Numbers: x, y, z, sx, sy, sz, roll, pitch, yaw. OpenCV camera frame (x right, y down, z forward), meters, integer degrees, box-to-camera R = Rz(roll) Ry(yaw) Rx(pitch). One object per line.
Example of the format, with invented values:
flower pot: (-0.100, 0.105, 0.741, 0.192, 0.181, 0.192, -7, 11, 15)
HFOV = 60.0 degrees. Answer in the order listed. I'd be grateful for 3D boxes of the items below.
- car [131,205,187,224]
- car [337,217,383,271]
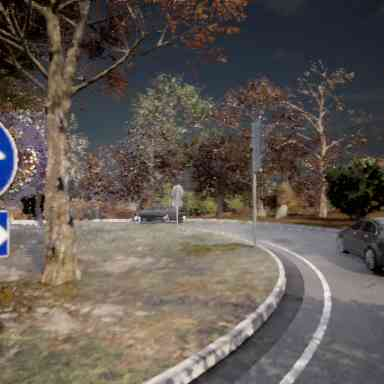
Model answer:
car: (-2.752, 1.825, 27.338, 4.892, 1.490, 1.837, -3, -3, 29)
car: (6.391, 1.610, 11.155, 1.837, 1.490, 4.892, 1, -1, 8)
